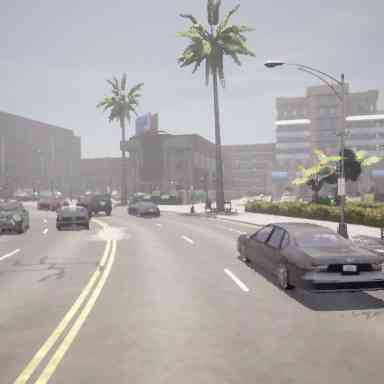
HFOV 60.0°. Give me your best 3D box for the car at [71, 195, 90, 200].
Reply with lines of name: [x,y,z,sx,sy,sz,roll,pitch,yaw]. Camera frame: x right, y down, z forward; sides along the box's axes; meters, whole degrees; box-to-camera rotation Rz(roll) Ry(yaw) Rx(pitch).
car: [-30.299,1.568,90.253,4.718,1.301,1.895,0,0,18]

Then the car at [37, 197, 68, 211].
car: [-16.919,1.349,40.351,4.553,1.767,2.097,0,0,39]

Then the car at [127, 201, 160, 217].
car: [-4.589,1.561,31.058,1.994,1.385,4.181,0,0,-30]

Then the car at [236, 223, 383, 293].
car: [2.750,1.546,9.037,2.033,1.411,5.357,0,0,-8]

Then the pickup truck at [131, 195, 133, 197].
pickup truck: [-9.496,1.085,64.026,2.390,2.098,6.274,0,0,18]

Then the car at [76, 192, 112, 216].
car: [-9.666,1.219,32.482,2.150,2.045,5.566,0,0,-36]

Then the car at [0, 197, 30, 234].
car: [-10.570,1.350,18.902,2.097,1.767,4.553,0,0,-20]

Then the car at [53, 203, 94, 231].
car: [-7.511,1.599,21.035,1.895,1.301,4.718,0,0,-21]
